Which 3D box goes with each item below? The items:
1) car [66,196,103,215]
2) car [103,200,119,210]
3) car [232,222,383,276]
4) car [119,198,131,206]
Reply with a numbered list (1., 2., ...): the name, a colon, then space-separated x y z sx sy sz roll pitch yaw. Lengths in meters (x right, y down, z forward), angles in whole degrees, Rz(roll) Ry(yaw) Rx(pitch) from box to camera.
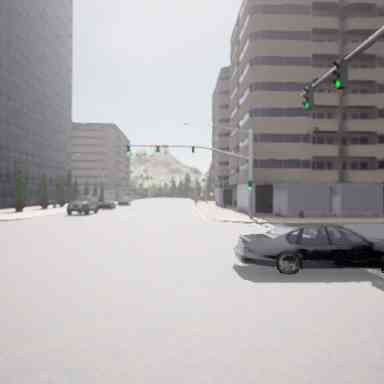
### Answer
1. car: -11.948 1.448 36.766 2.150 2.045 5.566 0 0 0
2. car: -12.391 1.919 48.611 1.895 1.301 4.718 0 0 -2
3. car: 3.976 1.652 10.171 5.357 1.411 2.033 0 0 -3
4. car: -12.827 1.909 63.135 1.882 1.535 5.008 0 -1 -2
